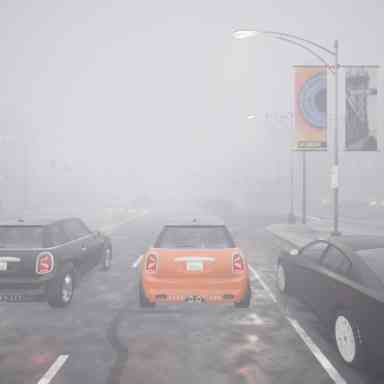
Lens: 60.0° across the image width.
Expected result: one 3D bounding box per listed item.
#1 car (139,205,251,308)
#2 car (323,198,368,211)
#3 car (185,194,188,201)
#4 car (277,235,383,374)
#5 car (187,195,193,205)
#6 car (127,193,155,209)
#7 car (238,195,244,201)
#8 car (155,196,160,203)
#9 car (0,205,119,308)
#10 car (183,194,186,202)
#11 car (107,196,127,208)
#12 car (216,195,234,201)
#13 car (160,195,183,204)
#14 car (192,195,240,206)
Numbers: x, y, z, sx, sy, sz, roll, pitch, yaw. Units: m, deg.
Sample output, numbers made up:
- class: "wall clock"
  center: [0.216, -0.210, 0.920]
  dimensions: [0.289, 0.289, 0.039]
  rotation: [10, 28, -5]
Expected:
- class: "car"
  center: [0.066, 1.352, 8.089]
  dimensions: [2.097, 1.767, 4.553]
  rotation: [0, 0, 0]
- class: "car"
  center: [18.355, 1.478, 39.949]
  dimensions: [5.008, 1.535, 1.882]
  rotation: [0, 0, 0]
- class: "car"
  center: [1.099, 1.524, 75.572]
  dimensions: [1.812, 1.442, 4.674]
  rotation: [0, 0, 33]
- class: "car"
  center: [2.902, 1.480, 5.739]
  dimensions: [2.097, 1.535, 5.008]
  rotation: [0, 0, 0]
- class: "car"
  center: [1.317, 1.491, 49.805]
  dimensions: [2.128, 1.511, 4.902]
  rotation: [0, 0, -18]
- class: "car"
  center: [-6.988, 1.221, 46.037]
  dimensions: [2.150, 2.045, 5.566]
  rotation: [0, 0, 2]
- class: "car"
  center: [11.700, 1.552, 86.065]
  dimensions: [4.181, 1.385, 1.994]
  rotation: [0, 0, -37]
- class: "car"
  center: [-6.838, 1.548, 68.325]
  dimensions: [2.033, 1.411, 5.357]
  rotation: [0, 0, 22]
- class: "car"
  center: [-3.435, 1.352, 8.093]
  dimensions: [2.097, 1.767, 4.553]
  rotation: [0, 0, 0]
- class: "car"
  center: [-1.761, 1.355, 77.568]
  dimensions: [2.097, 1.767, 4.553]
  rotation: [0, 0, 33]
- class: "car"
  center: [-10.419, 1.352, 46.999]
  dimensions: [2.097, 1.767, 4.553]
  rotation: [0, 0, 2]
- class: "car"
  center: [8.714, 1.500, 88.273]
  dimensions: [4.892, 1.490, 1.837]
  rotation: [0, 0, -37]
- class: "car"
  center: [-3.958, 1.564, 65.887]
  dimensions: [1.994, 1.385, 4.181]
  rotation: [0, 0, 21]
- class: "car"
  center: [2.833, 1.504, 40.180]
  dimensions: [4.892, 1.490, 1.837]
  rotation: [0, 1, 38]
